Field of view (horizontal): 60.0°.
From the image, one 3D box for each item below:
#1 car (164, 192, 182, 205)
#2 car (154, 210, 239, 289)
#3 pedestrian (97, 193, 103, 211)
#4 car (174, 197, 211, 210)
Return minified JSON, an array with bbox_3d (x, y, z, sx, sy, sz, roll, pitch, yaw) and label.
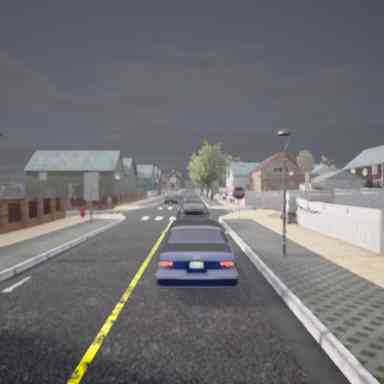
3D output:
[{"bbox_3d":[-2.853,0.986,46.375,2.033,1.411,5.357,0,1,0],"label":"car"},{"bbox_3d":[0.093,1.440,8.982,2.033,1.411,5.357,0,1,0],"label":"car"},{"bbox_3d":[-9.701,1.038,34.934,0.375,1.860,0.375,0,1,0],"label":"pedestrian"},{"bbox_3d":[0.054,1.281,18.794,1.837,1.490,4.892,0,1,-1],"label":"car"}]
